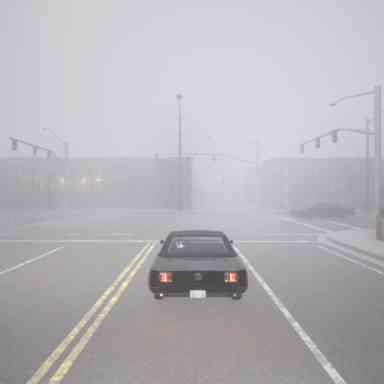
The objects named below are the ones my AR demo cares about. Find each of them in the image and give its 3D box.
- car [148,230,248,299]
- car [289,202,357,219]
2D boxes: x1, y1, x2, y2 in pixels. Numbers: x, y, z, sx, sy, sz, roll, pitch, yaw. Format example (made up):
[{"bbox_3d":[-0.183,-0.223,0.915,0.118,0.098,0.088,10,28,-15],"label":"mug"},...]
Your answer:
[{"bbox_3d":[0.117,1.601,8.370,1.895,1.301,4.718,0,0,0],"label":"car"},{"bbox_3d":[11.152,1.547,28.474,5.357,1.411,2.033,0,0,-5],"label":"car"}]
